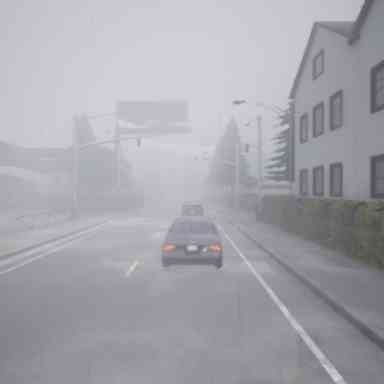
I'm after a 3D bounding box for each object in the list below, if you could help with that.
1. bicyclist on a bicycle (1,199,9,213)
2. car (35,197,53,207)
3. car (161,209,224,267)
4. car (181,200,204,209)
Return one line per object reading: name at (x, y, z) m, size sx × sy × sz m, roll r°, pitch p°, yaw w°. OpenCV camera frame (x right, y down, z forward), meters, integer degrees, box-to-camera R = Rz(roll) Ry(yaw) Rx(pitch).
bicyclist on a bicycle at (-21.763, 1.583, 38.683) m, size 0.582 × 1.620 × 1.656 m, roll 0°, pitch 0°, yaw 0°
car at (-22.174, 1.589, 52.414) m, size 4.611 × 1.667 × 2.242 m, roll 0°, pitch 0°, yaw 0°
car at (0.024, 1.530, 11.314) m, size 2.033 × 1.411 × 5.357 m, roll 0°, pitch 0°, yaw 1°
car at (0.052, 1.464, 29.680) m, size 1.882 × 1.535 × 5.008 m, roll 0°, pitch -1°, yaw 1°
